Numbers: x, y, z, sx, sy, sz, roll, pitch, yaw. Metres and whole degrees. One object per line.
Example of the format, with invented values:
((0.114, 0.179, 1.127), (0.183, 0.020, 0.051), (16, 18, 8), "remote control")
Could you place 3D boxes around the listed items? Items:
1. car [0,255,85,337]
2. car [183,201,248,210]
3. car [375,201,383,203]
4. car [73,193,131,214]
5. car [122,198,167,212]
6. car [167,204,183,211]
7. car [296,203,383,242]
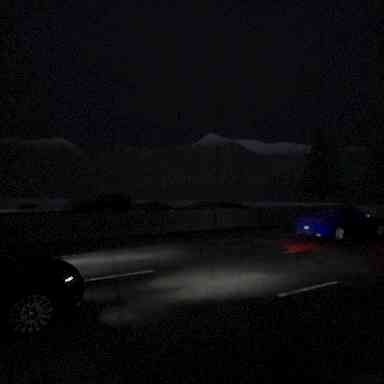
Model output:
((-4.175, 1.476, 4.966), (4.902, 1.511, 2.128), (0, 0, -36), "car")
((2.120, 1.467, 25.623), (4.892, 1.490, 1.837), (0, 0, -29), "car")
((28.932, 1.566, 48.214), (4.718, 1.301, 1.895), (0, 0, -17), "car")
((-8.378, 1.159, 31.684), (5.566, 2.045, 2.150), (0, 0, -31), "car")
((-3.779, 1.510, 30.321), (4.181, 1.385, 1.994), (0, 0, -30), "car")
((0.912, 1.502, 28.991), (5.357, 1.411, 2.033), (0, 0, -29), "car")
((7.355, 1.462, 16.303), (5.008, 1.535, 1.882), (0, 0, -29), "car")
